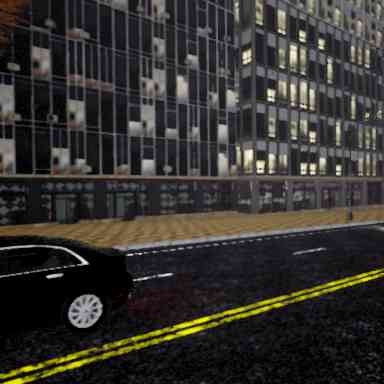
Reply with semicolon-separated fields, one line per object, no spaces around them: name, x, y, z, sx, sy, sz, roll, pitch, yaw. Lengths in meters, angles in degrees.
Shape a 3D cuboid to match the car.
car;-3.347;1.505;5.249;4.892;1.490;1.837;0;0;-35
